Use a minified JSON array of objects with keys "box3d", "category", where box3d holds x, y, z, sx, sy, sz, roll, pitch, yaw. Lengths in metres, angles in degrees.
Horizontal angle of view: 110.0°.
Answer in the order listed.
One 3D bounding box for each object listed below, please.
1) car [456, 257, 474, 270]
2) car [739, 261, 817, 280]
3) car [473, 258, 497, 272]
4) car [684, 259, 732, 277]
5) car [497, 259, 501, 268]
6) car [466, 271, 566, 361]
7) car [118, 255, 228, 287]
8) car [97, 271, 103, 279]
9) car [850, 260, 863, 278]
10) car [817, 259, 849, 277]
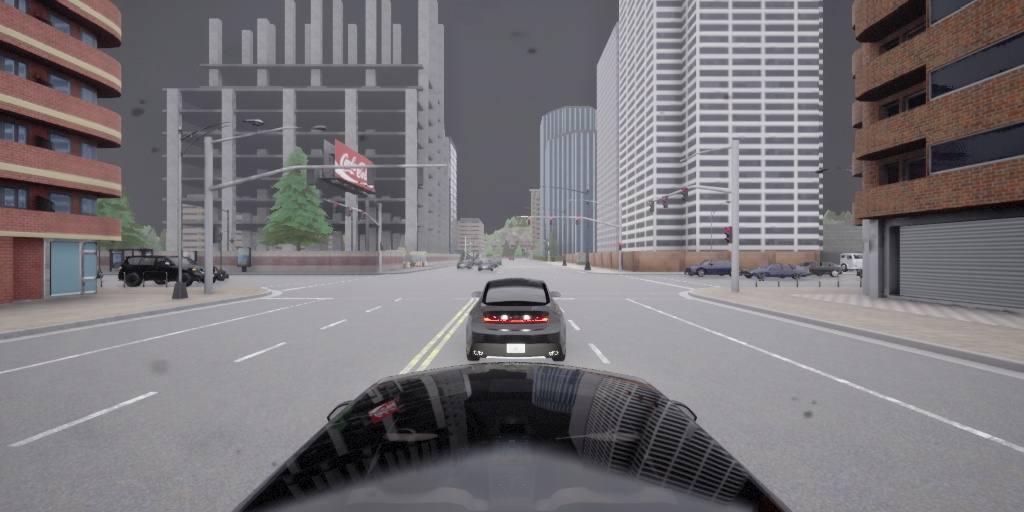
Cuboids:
[{"box3d":[-6.853,1.240,52.054,2.128,1.511,4.902,0,0,0],"category":"car"},{"box3d":[22.803,1.297,31.215,5.357,1.411,2.033,0,0,0],"category":"car"},{"box3d":[-3.325,1.241,45.482,2.128,1.511,4.902,0,0,-1],"category":"car"},{"box3d":[19.212,1.102,34.713,4.553,1.767,2.097,0,0,0],"category":"car"},{"box3d":[-3.295,1.251,60.736,1.837,1.490,4.892,0,1,1],"category":"car"},{"box3d":[0.093,1.255,8.247,1.837,1.490,4.892,0,0,1],"category":"car"},{"box3d":[-22.815,0.972,23.988,5.566,2.045,2.150,0,0,0],"category":"car"},{"box3d":[-34.879,1.297,27.483,5.357,1.411,2.033,0,0,0],"category":"car"},{"box3d":[32.715,1.314,31.206,4.181,1.385,1.994,0,0,0],"category":"car"},{"box3d":[29.062,1.255,34.709,4.892,1.490,1.837,0,0,0],"category":"car"}]
